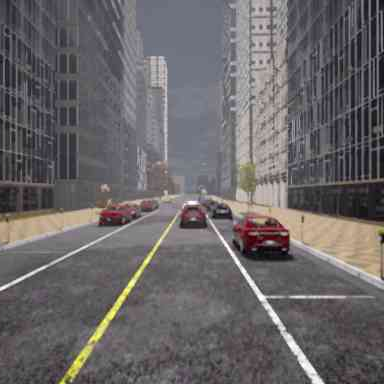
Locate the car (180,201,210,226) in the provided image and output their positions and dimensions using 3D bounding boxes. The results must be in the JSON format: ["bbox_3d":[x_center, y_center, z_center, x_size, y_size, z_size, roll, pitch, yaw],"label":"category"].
[{"bbox_3d":[0.094,1.637,24.374,1.812,1.442,4.674,0,0,0],"label":"car"}]

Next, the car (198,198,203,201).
[{"bbox_3d":[0.083,1.782,41.806,1.895,1.301,4.718,0,0,0],"label":"car"}]

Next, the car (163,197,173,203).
[{"bbox_3d":[-5.718,1.824,76.141,1.752,1.417,4.829,0,0,0],"label":"car"}]

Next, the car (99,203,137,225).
[{"bbox_3d":[-5.698,1.659,25.077,1.887,1.381,4.507,0,0,0],"label":"car"}]

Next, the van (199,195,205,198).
[{"bbox_3d":[2.670,1.586,59.229,1.690,1.788,3.998,0,0,0],"label":"van"}]

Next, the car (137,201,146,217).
[{"bbox_3d":[-5.701,1.720,30.770,1.802,1.307,4.206,0,0,0],"label":"car"}]

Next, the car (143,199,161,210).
[{"bbox_3d":[-5.707,1.770,47.848,1.947,1.339,4.313,0,0,0],"label":"car"}]

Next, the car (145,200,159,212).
[{"bbox_3d":[-5.705,1.727,42.155,1.887,1.381,4.507,0,0,0],"label":"car"}]

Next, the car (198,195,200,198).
[{"bbox_3d":[2.668,1.704,64.920,1.967,1.590,4.097,0,0,0],"label":"car"}]

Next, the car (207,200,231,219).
[{"bbox_3d":[2.680,1.704,30.766,1.947,1.339,4.313,0,0,0],"label":"car"}]

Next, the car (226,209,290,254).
[{"bbox_3d":[2.686,1.611,13.689,1.887,1.381,4.507,0,0,0],"label":"car"}]

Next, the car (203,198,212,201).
[{"bbox_3d":[2.676,1.749,42.150,1.947,1.339,4.313,0,0,0],"label":"car"}]

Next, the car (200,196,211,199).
[{"bbox_3d":[2.672,1.791,53.534,1.947,1.339,4.313,0,0,0],"label":"car"}]

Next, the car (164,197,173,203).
[{"bbox_3d":[-5.720,1.867,82.004,2.008,1.369,4.403,0,0,0],"label":"car"}]
